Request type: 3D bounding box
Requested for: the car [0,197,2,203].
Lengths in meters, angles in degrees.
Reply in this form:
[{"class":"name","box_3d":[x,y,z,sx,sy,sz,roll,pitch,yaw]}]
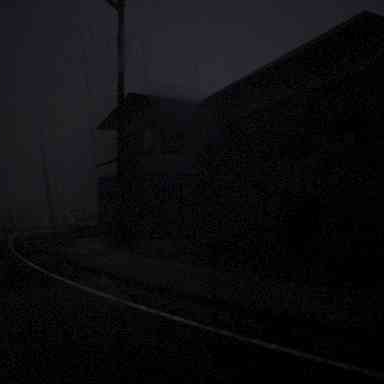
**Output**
[{"class":"car","box_3d":[-44.680,1.701,76.092,1.837,1.490,4.892,0,0,-23]}]
